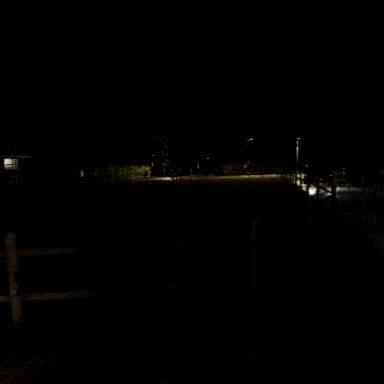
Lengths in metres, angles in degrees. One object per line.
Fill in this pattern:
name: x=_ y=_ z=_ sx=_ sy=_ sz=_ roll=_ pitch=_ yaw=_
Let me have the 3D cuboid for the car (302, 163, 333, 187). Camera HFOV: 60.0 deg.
car: x=11.779 y=-1.671 z=31.524 sx=2.150 sy=2.045 sz=5.566 roll=-2 pitch=4 yaw=13
